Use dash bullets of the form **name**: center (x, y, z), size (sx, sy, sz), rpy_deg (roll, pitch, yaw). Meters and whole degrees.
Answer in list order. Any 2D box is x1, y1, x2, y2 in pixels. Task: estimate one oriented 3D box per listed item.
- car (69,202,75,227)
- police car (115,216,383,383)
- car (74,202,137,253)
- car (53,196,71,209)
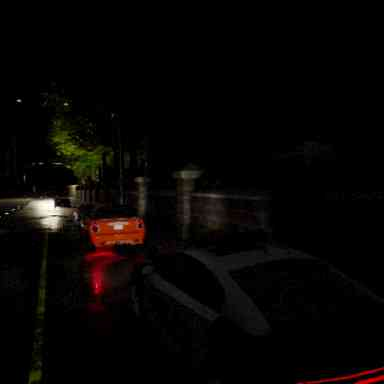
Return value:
- **car**: center (-5.781, 1.372, 19.182), size (1.837, 1.490, 4.892), rpy_deg (-2, 1, -23)
- **police car**: center (0.459, 1.349, 4.569), size (1.930, 1.638, 5.238), rpy_deg (-2, 1, -23)
- **car**: center (-3.416, 1.242, 13.635), size (2.097, 1.767, 4.553), rpy_deg (-2, 1, -23)
- **car**: center (-15.858, 1.239, 40.552), size (2.128, 1.511, 4.902), rpy_deg (-2, 1, -23)
